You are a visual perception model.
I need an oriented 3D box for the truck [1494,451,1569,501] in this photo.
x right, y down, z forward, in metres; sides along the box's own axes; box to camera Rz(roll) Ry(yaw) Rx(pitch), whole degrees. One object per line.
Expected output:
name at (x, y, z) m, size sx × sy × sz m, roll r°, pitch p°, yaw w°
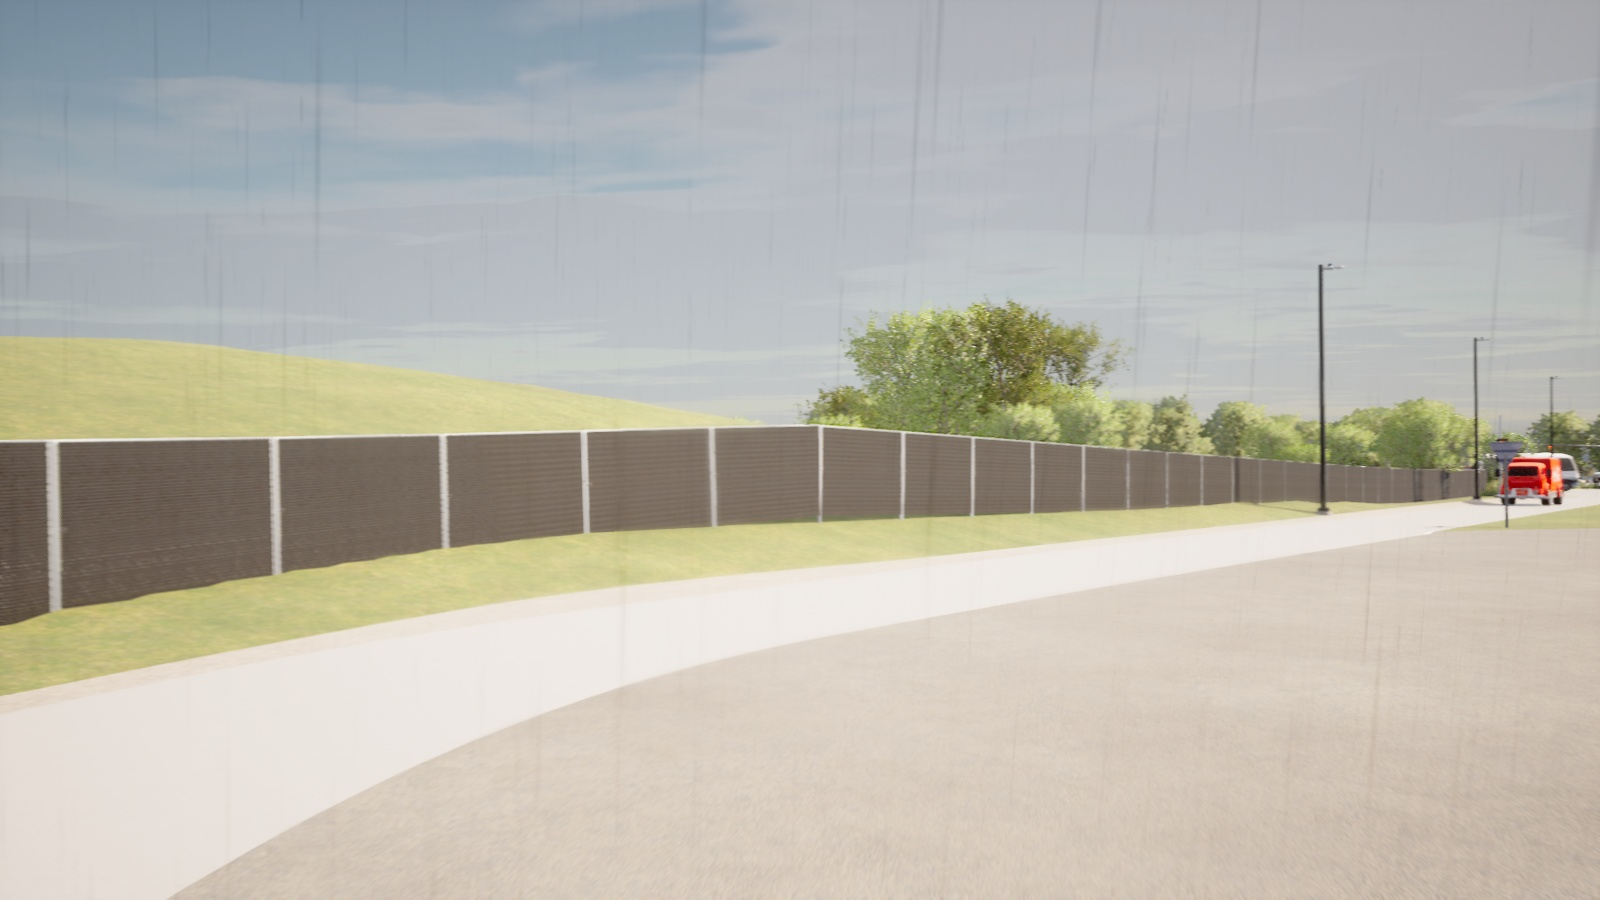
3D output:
truck at (37.938, 1.339, 65.095) m, size 2.627 × 2.467 × 5.204 m, roll -1°, pitch -1°, yaw 38°
